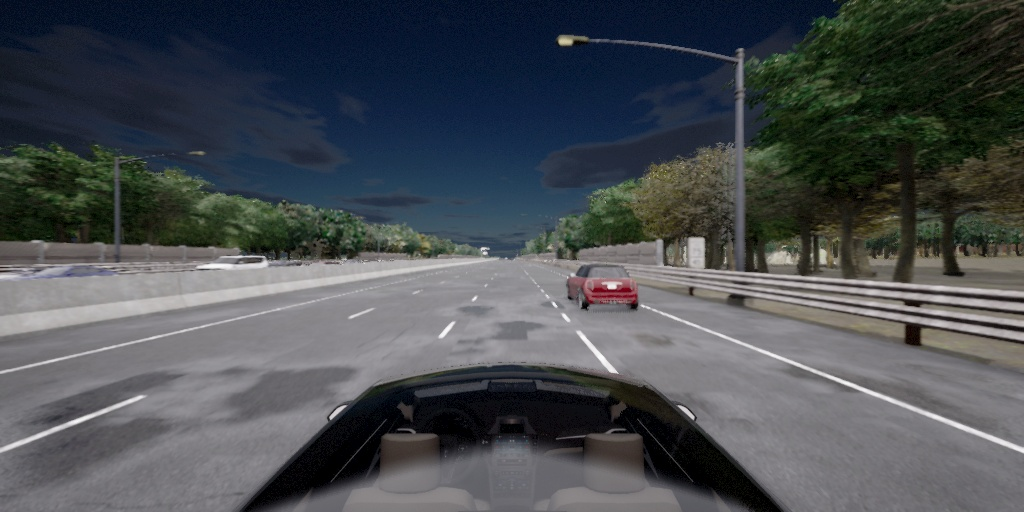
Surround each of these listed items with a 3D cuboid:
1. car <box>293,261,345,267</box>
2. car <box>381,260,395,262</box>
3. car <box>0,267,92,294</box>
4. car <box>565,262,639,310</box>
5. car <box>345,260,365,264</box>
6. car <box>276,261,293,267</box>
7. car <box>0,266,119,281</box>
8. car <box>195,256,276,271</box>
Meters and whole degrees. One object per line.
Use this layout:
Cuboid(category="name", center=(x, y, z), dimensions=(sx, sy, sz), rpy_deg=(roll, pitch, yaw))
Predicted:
Cuboid(category="car", center=(-17.553, 1.277, 32.904), dimensions=(1.812, 1.442, 4.674), rpy_deg=(0, 0, 0))
Cuboid(category="car", center=(-17.520, 1.334, 50.360), dimensions=(1.837, 1.490, 4.892), rpy_deg=(0, 0, 0))
Cuboid(category="car", center=(-28.095, 1.351, 20.821), dimensions=(1.895, 1.301, 4.718), rpy_deg=(0, 0, 0))
Cuboid(category="car", center=(3.534, 1.101, 14.853), dimensions=(2.097, 1.767, 4.553), rpy_deg=(0, 0, 0))
Cuboid(category="car", center=(-21.025, 1.257, 47.550), dimensions=(2.128, 1.511, 4.902), rpy_deg=(0, 0, 0))
Cuboid(category="car", center=(-24.569, 1.245, 38.462), dimensions=(2.128, 1.511, 4.902), rpy_deg=(0, 0, 0))
Cuboid(category="car", center=(-24.598, 1.276, 19.818), dimensions=(1.812, 1.442, 4.674), rpy_deg=(0, 0, 0))
Cuboid(category="car", center=(-21.081, 0.974, 27.328), dimensions=(2.150, 2.045, 5.566), rpy_deg=(0, 0, 0))
